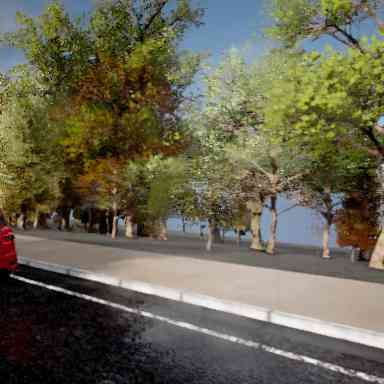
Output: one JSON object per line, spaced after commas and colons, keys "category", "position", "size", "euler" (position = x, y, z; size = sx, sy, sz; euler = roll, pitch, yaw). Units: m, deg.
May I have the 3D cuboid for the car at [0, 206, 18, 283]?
{"category": "car", "position": [-6.656, 1.261, 8.396], "size": [5.566, 2.045, 2.150], "euler": [-1, -1, 35]}
